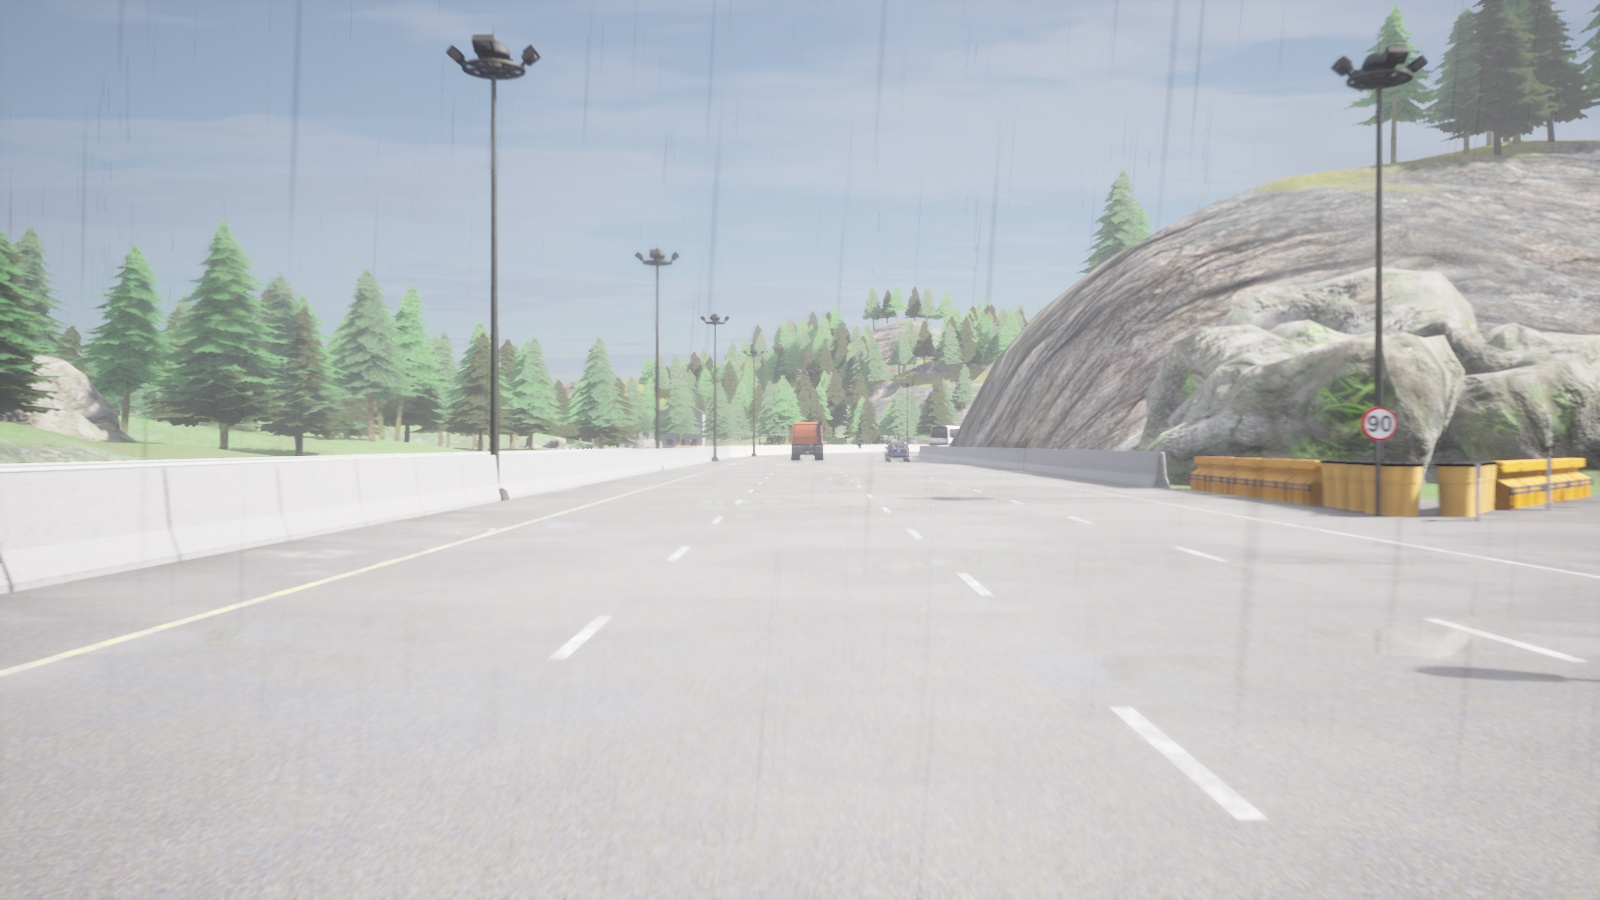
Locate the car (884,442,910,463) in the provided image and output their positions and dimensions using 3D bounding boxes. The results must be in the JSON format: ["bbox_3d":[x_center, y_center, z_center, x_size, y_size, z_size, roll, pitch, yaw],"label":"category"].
[{"bbox_3d":[7.573,0.185,98.053,1.789,1.549,3.705,0,0,0],"label":"car"}]
